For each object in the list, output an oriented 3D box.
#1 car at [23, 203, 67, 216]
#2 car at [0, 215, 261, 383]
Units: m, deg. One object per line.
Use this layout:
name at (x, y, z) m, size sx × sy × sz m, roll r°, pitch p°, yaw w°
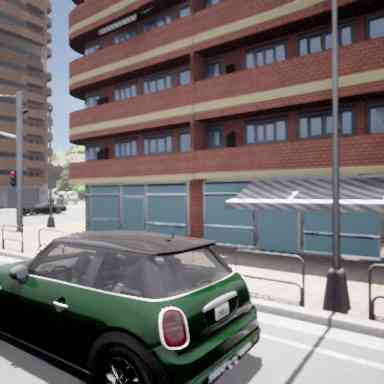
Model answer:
car at (-15.933, 1.813, 35.483) m, size 1.895 × 1.301 × 4.718 m, roll 0°, pitch 0°, yaw 36°
car at (-1.389, 1.376, 4.987) m, size 4.553 × 1.767 × 2.097 m, roll -1°, pitch 0°, yaw 36°
